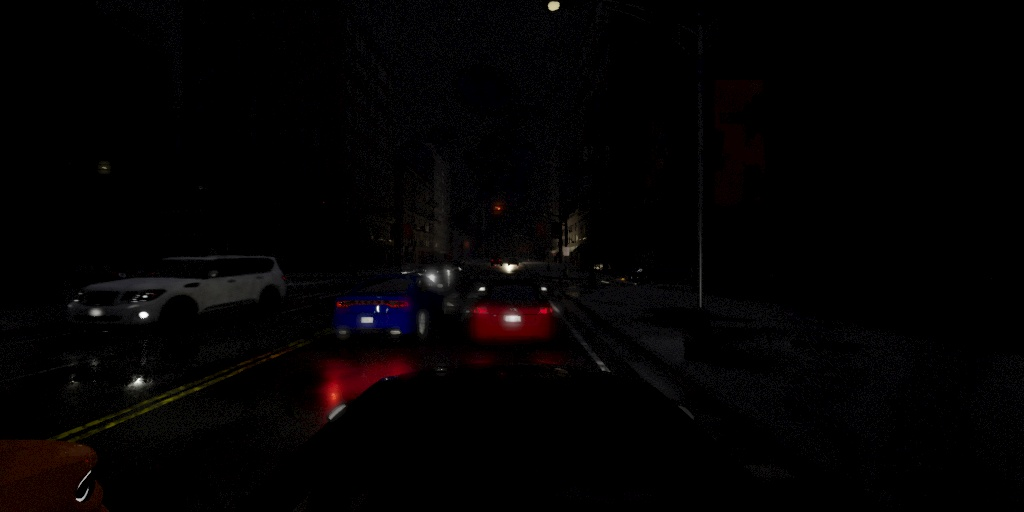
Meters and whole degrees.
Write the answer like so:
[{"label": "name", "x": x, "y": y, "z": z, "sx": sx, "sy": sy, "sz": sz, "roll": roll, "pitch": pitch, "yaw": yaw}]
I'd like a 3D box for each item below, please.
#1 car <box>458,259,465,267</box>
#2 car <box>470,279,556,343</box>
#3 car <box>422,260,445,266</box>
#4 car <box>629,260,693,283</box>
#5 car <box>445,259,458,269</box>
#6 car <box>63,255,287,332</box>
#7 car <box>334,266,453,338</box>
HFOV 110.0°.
[{"label": "car", "x": -9.590, "y": 1.289, "z": 64.423, "sx": 2.033, "sy": 1.411, "sz": 5.357, "roll": 0, "pitch": 0, "yaw": 1}, {"label": "car", "x": 0.031, "y": 1.314, "z": 9.674, "sx": 1.994, "sy": 1.385, "sz": 4.181, "roll": 0, "pitch": 0, "yaw": 0}, {"label": "car", "x": -9.708, "y": 1.350, "z": 42.554, "sx": 1.895, "sy": 1.301, "sz": 4.718, "roll": 0, "pitch": 0, "yaw": 0}, {"label": "car", "x": 11.637, "y": 1.140, "z": 28.083, "sx": 4.553, "sy": 1.767, "sz": 2.097, "roll": 0, "pitch": 0, "yaw": 2}, {"label": "car", "x": -9.668, "y": 1.251, "z": 52.813, "sx": 1.837, "sy": 1.490, "sz": 4.892, "roll": 0, "pitch": 0, "yaw": 0}, {"label": "car", "x": -9.613, "y": 0.971, "z": 11.153, "sx": 2.150, "sy": 2.045, "sz": 5.566, "roll": 0, "pitch": 0, "yaw": 3}, {"label": "car", "x": -3.119, "y": 1.228, "z": 10.202, "sx": 1.882, "sy": 1.535, "sz": 5.008, "roll": 0, "pitch": 0, "yaw": 0}]
